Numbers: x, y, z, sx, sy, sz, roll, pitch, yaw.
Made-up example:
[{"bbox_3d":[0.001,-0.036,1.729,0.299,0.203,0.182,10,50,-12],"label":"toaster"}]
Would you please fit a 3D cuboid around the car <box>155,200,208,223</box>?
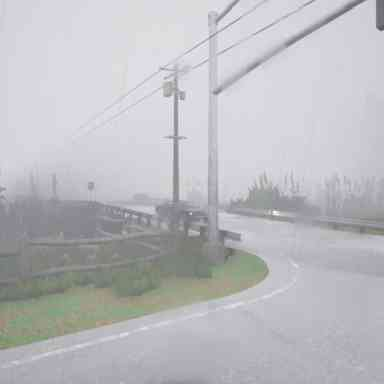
[{"bbox_3d":[-0.573,1.245,21.586,1.895,1.301,4.718,0,3,-32],"label":"car"}]
